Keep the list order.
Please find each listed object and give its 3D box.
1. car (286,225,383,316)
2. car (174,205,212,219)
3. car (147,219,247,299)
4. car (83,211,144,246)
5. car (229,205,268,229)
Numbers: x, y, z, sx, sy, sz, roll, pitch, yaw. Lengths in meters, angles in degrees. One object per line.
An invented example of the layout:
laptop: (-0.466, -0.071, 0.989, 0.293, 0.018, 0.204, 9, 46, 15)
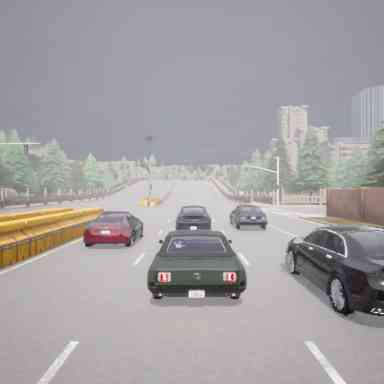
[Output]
car: (3.589, 1.507, 7.537, 1.837, 1.490, 4.892, 0, 0, 0)
car: (0.072, 1.505, 18.625, 1.837, 1.490, 4.892, 0, 0, 0)
car: (0.089, 1.601, 8.388, 1.895, 1.301, 4.718, 0, 0, 0)
car: (-3.422, 1.564, 15.156, 1.994, 1.385, 4.181, 0, 0, 0)
car: (3.578, 1.547, 21.680, 2.033, 1.411, 5.357, 0, 0, 1)
